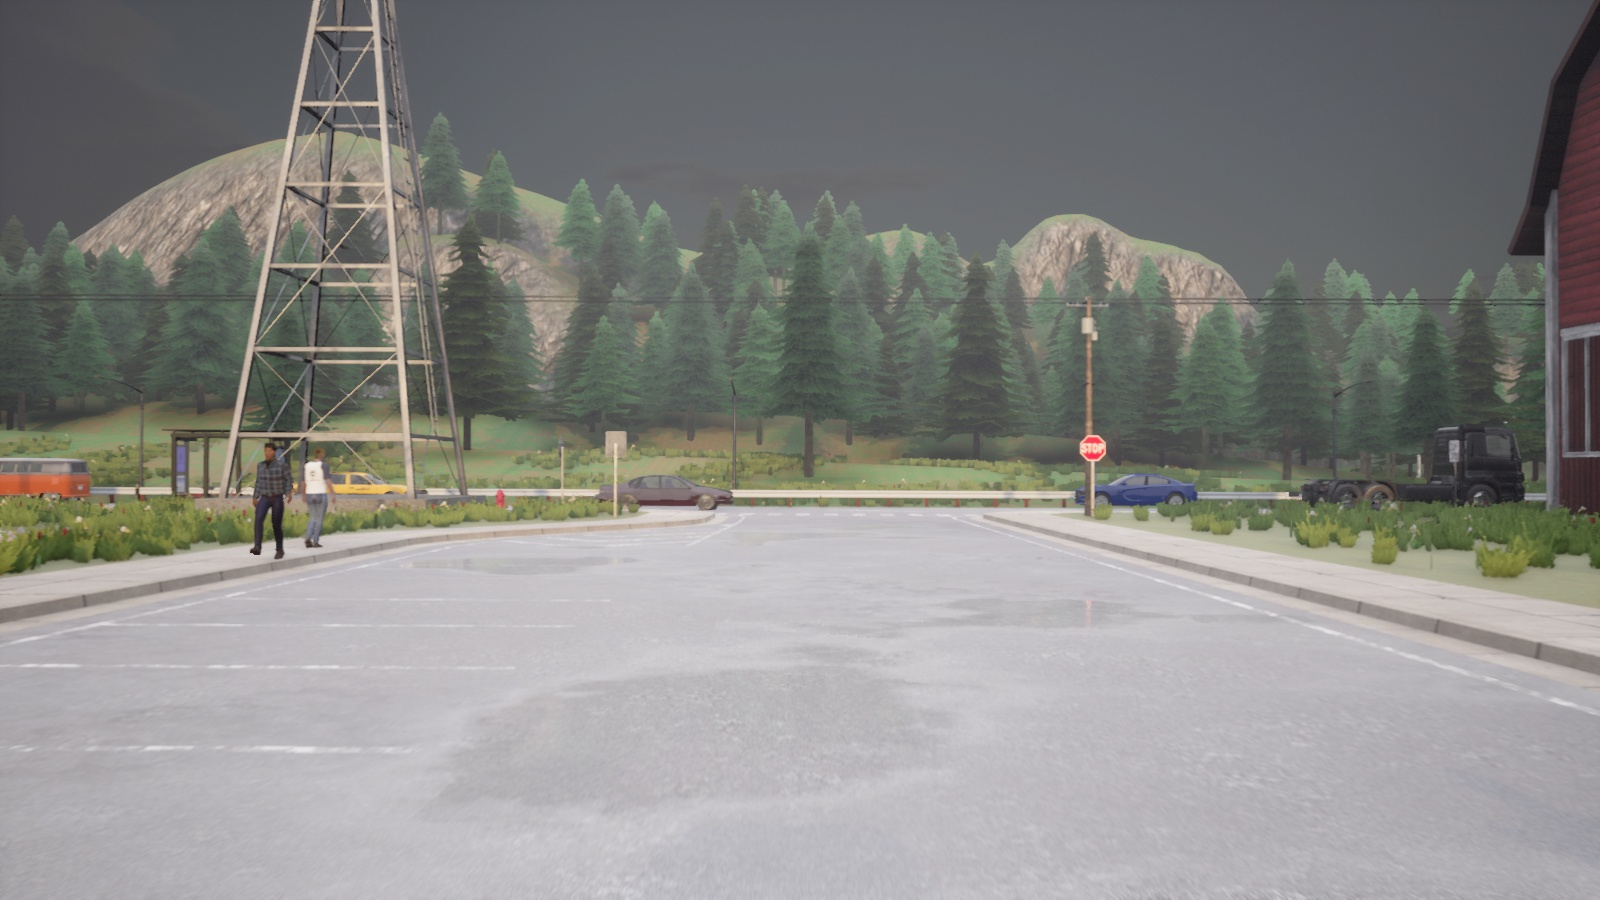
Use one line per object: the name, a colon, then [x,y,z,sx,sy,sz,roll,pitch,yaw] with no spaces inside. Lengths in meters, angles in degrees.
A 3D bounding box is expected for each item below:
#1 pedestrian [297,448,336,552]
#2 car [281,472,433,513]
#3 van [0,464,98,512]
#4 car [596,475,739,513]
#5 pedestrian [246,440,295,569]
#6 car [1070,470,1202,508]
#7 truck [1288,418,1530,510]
pedestrian: [-8.667,0.882,22.521,0.354,1.836,0.706,0,-1,7]
car: [-17.338,1.648,49.297,5.366,1.575,1.801,0,-1,1]
van: [-32.366,1.585,53.029,4.442,1.987,1.775,0,-1,1]
car: [-5.127,1.705,49.109,5.357,1.411,2.033,0,-1,1]
pedestrian: [-8.171,0.827,19.401,0.423,1.949,0.788,0,-1,-1]
car: [13.952,1.612,52.321,5.008,1.535,1.882,0,-1,1]
truck: [23.465,0.554,48.710,7.936,3.462,2.891,0,-1,1]
